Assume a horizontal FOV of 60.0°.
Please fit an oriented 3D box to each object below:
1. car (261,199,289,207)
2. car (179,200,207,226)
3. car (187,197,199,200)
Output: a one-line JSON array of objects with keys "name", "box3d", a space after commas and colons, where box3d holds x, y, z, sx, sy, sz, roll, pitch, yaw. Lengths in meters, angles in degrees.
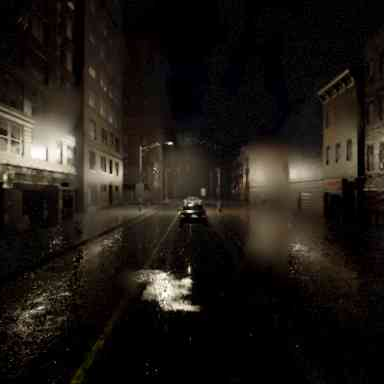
[{"name": "car", "box3d": [13.190, 1.723, 52.752, 4.313, 1.339, 1.947, 0, -1, 0]}, {"name": "car", "box3d": [0.090, 1.561, 23.292, 2.033, 1.411, 5.357, 0, 0, 0]}, {"name": "car", "box3d": [0.079, 1.372, 40.425, 2.097, 1.767, 4.553, 0, 0, 0]}]
